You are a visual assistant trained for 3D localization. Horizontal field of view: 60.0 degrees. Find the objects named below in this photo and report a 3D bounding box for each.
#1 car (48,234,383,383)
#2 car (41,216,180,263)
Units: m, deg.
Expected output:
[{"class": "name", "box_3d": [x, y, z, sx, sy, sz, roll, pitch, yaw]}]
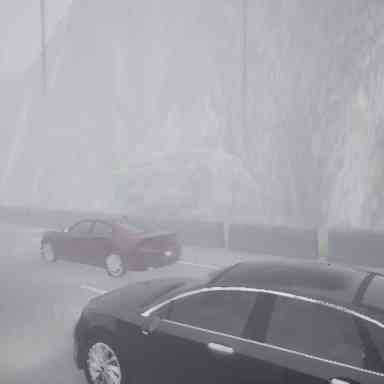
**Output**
[{"class": "car", "box_3d": [0.781, 1.505, 3.434, 4.892, 1.490, 1.837, 0, 0, 35]}, {"class": "car", "box_3d": [-2.621, 1.457, 10.157, 5.008, 1.535, 1.882, 0, 0, 35]}]
